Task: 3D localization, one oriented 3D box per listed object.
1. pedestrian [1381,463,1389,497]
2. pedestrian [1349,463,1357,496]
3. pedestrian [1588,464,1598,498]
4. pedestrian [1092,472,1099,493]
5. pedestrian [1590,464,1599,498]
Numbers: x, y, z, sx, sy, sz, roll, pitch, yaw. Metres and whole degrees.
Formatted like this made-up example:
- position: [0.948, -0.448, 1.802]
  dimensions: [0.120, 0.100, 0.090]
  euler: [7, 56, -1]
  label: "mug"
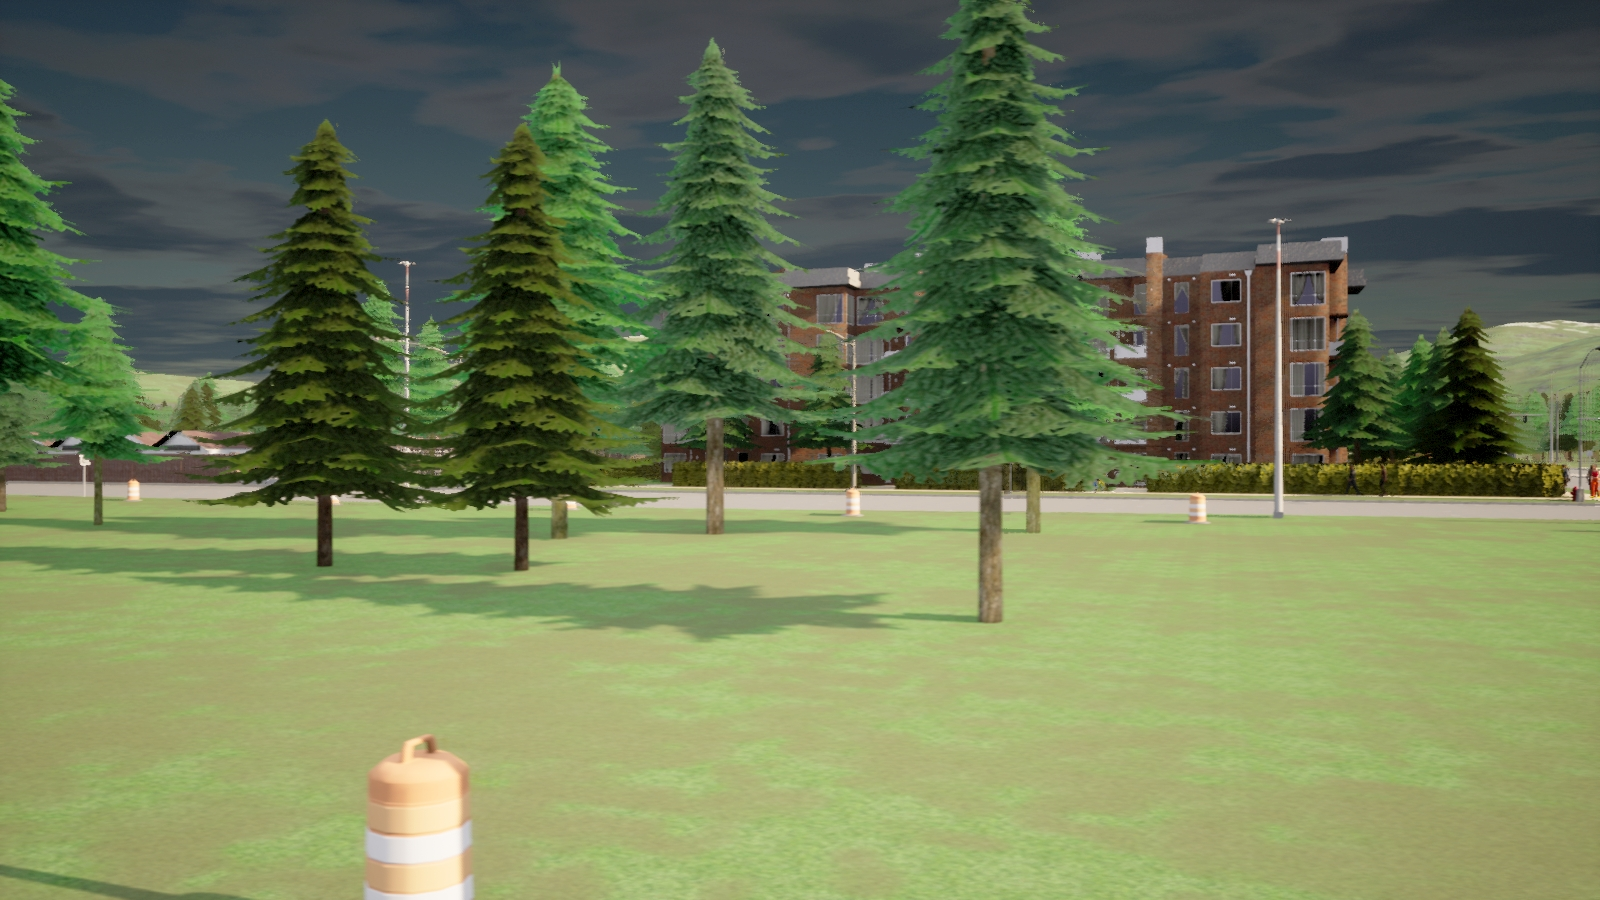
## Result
- position: [33.106, 1.696, 64.678]
  dimensions: [0.375, 1.860, 0.375]
  euler: [0, 0, 20]
  label: "pedestrian"
- position: [31.572, 1.696, 65.280]
  dimensions: [0.375, 1.860, 0.375]
  euler: [0, 0, 20]
  label: "pedestrian"
- position: [43.611, 1.695, 62.848]
  dimensions: [0.375, 1.860, 0.375]
  euler: [0, 0, -44]
  label: "pedestrian"
- position: [18.122, 1.976, 70.165]
  dimensions: [0.375, 1.300, 0.375]
  euler: [0, 0, 6]
  label: "pedestrian"
- position: [43.275, 1.696, 62.144]
  dimensions: [0.375, 1.860, 0.375]
  euler: [0, 0, -16]
  label: "pedestrian"
